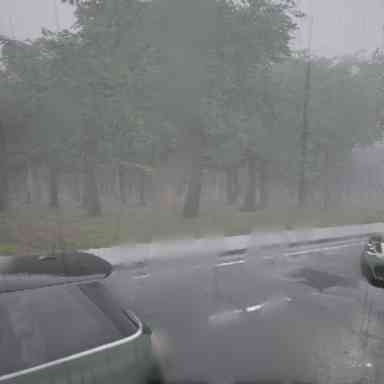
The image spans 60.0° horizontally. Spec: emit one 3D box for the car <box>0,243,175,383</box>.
[{"bbox_3d":[-2.354,1.310,2.027,4.553,1.767,2.097,0,0,-35],"label":"car"}]

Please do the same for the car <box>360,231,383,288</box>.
[{"bbox_3d":[6.451,1.268,8.188,5.566,2.045,2.150,1,0,-35],"label":"car"}]
